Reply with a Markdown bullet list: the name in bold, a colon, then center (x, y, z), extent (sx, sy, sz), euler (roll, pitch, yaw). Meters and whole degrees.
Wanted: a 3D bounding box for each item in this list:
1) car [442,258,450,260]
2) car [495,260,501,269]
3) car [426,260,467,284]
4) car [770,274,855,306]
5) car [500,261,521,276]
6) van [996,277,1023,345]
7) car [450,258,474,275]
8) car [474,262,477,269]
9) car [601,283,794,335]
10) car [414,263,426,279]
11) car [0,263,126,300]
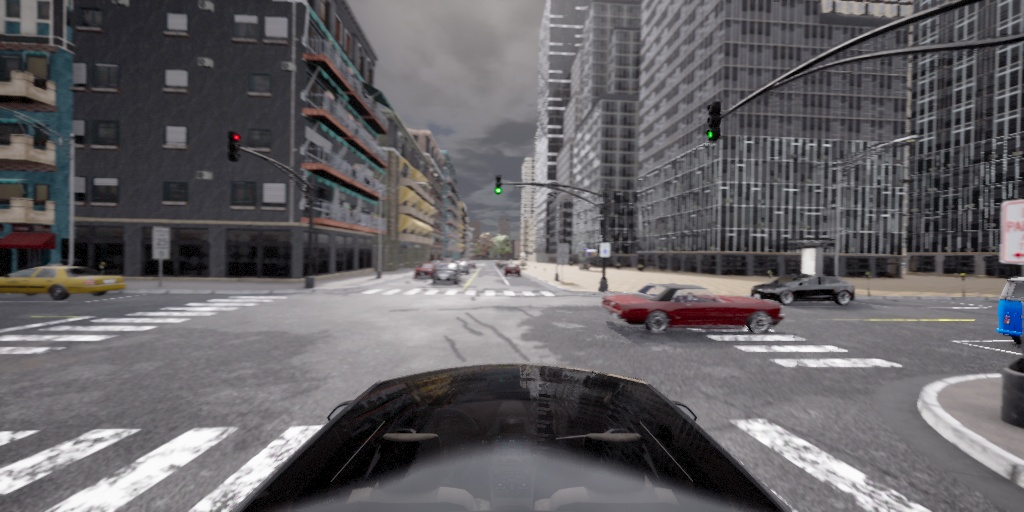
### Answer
- **car**: center (-8.312, 1.244, 39.122), extent (1.967, 1.591, 4.097), euler (0, 0, -4)
- **car**: center (-1.483, 1.612, 62.277), extent (2.007, 1.370, 4.403), euler (0, 0, -4)
- **car**: center (-4.931, 1.288, 27.599), extent (2.128, 1.511, 4.902), euler (1, 0, -3)
- **car**: center (13.575, 1.529, 16.841), extent (4.313, 1.339, 1.948), euler (0, 0, -4)
- **car**: center (0.012, 1.499, 39.731), extent (1.888, 1.381, 4.507), euler (0, 0, -4)
- **van**: center (14.140, 1.392, 8.480), extent (3.998, 1.789, 1.690), euler (0, 0, -4)
- **car**: center (-5.804, 1.350, 40.739), extent (2.128, 1.511, 4.902), euler (1, 0, -4)
- **car**: center (-7.092, 1.485, 61.451), extent (1.812, 1.442, 4.674), euler (1, -1, -3)
- **car**: center (5.198, 1.485, 10.561), extent (4.718, 1.301, 1.895), euler (1, 1, -4)
- **car**: center (-7.938, 1.323, 33.486), extent (1.888, 1.381, 4.507), euler (0, 0, -4)
- **car**: center (-18.905, 0.983, 14.637), extent (4.829, 1.417, 1.751), euler (0, 0, -4)
